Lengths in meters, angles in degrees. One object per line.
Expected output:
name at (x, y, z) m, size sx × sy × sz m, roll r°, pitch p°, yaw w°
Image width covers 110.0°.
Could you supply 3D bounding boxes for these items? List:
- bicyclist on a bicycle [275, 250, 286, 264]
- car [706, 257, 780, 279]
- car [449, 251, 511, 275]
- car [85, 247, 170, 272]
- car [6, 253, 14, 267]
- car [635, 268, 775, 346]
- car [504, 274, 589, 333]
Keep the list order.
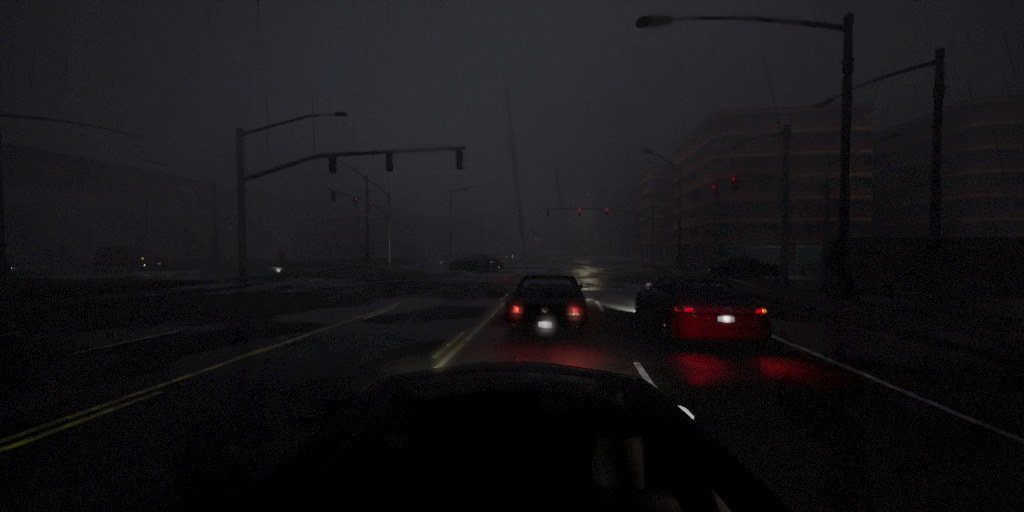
bicyclist on a bicycle at (-26.262, 0.104, 40.751) m, size 0.582 × 1.620 × 1.656 m, roll 0°, pitch 1°, yaw 7°
car at (16.042, 0.770, 24.805) m, size 4.674 × 1.442 × 1.812 m, roll 0°, pitch 1°, yaw 5°
car at (-2.876, 0.595, 28.156) m, size 4.902 × 1.511 × 2.128 m, roll 1°, pitch 1°, yaw 38°
car at (-32.294, 0.246, 30.411) m, size 5.566 × 2.045 × 2.150 m, roll 1°, pitch 1°, yaw 8°
car at (-51.235, 0.352, 35.615) m, size 5.008 × 1.535 × 1.882 m, roll 1°, pitch 2°, yaw 36°
car at (4.435, 1.153, 8.981) m, size 1.994 × 1.385 × 4.181 m, roll 0°, pitch 1°, yaw 7°
car at (1.035, 1.161, 9.995) m, size 1.895 × 1.301 × 4.718 m, roll 0°, pitch 1°, yaw 8°
